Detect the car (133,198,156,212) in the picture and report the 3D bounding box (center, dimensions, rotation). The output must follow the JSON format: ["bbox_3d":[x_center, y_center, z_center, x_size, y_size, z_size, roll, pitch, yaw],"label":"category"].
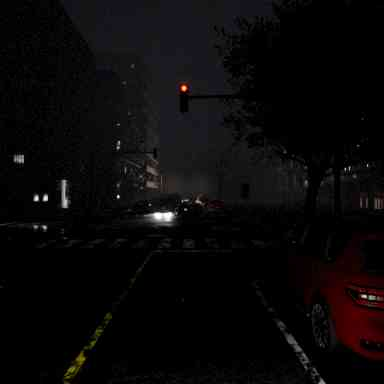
[{"bbox_3d":[-5.677,1.563,38.312,2.008,1.369,4.403,0,0,0],"label":"car"}]

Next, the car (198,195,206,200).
[{"bbox_3d":[2.719,1.638,93.637,2.008,1.369,4.403,0,0,0],"label":"car"}]

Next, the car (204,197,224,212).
[{"bbox_3d":[2.703,1.557,38.310,1.887,1.381,4.507,0,0,0],"label":"car"}]

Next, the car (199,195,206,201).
[{"bbox_3d":[2.718,1.621,88.104,1.887,1.381,4.507,0,0,0],"label":"car"}]

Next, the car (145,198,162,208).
[{"bbox_3d":[-5.674,1.573,49.378,2.008,1.369,4.403,0,0,0],"label":"car"}]

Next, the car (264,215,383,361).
[{"bbox_3d":[2.695,1.315,5.922,2.192,1.841,5.009,0,0,0],"label":"car"}]

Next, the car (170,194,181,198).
[{"bbox_3d":[-3.071,1.500,49.430,1.882,1.535,5.008,0,0,0],"label":"car"}]

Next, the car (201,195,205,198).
[{"bbox_3d":[2.706,1.548,49.545,1.752,1.417,4.829,0,0,0],"label":"car"}]

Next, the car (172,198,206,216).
[{"bbox_3d":[-0.211,1.572,32.161,1.994,1.385,4.181,0,0,11],"label":"car"}]

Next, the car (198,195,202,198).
[{"bbox_3d":[2.711,1.625,65.973,1.802,1.307,4.206,0,0,0],"label":"car"}]

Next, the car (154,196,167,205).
[{"bbox_3d":[-5.670,1.476,60.444,1.967,1.590,4.097,0,0,0],"label":"car"}]

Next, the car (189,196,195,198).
[{"bbox_3d":[0.026,1.657,79.390,1.895,1.301,4.718,0,0,0],"label":"car"}]

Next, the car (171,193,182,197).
[{"bbox_3d":[-3.048,1.257,60.142,2.150,2.045,5.566,0,0,0],"label":"car"}]

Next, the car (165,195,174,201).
[{"bbox_3d":[-5.664,1.507,82.574,1.967,1.590,4.097,0,0,0],"label":"car"}]

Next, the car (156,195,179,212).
[{"bbox_3d":[-3.081,1.505,39.209,2.128,1.511,4.902,0,0,2],"label":"car"}]

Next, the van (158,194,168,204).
[{"bbox_3d":[-5.669,1.384,65.977,1.690,1.788,3.998,0,0,0],"label":"van"}]
